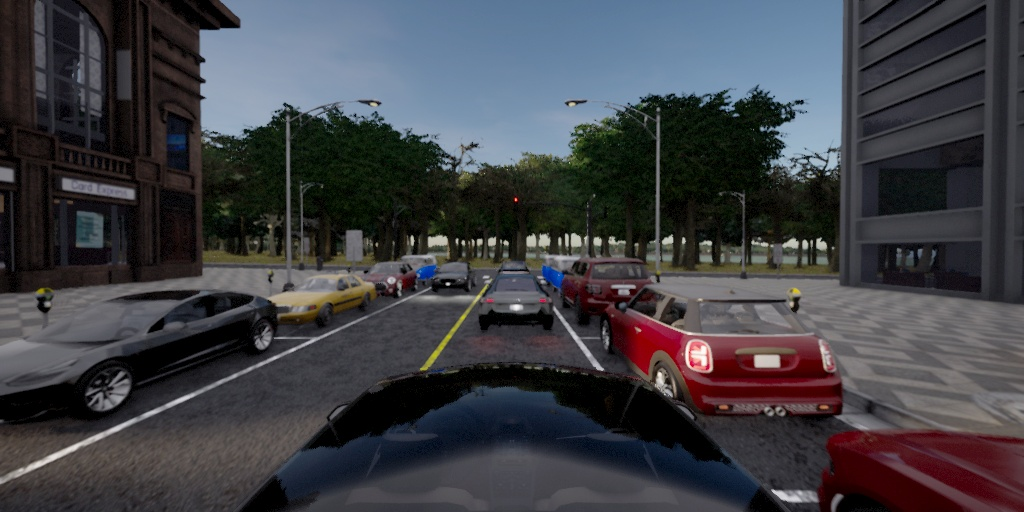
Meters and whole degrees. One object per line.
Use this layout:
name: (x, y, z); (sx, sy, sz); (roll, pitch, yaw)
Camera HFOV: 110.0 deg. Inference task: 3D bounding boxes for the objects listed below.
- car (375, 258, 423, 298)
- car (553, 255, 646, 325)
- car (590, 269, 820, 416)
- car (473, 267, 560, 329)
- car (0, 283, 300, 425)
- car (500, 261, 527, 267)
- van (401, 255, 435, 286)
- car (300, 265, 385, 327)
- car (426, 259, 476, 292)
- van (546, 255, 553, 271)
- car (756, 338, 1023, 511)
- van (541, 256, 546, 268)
car: (-5.761, 1.010, 16.705); (1.967, 1.591, 4.097); (0, 0, 0)
car: (2.764, 0.950, 11.267); (2.192, 1.841, 5.009); (0, 0, 0)
car: (2.763, 1.140, 5.830); (1.967, 1.591, 4.097); (0, 0, 0)
car: (0.104, 1.204, 10.777); (1.994, 1.385, 4.181); (0, 1, 0)
car: (-5.763, 1.266, 5.831); (1.948, 1.339, 4.313); (0, 0, 0)
car: (0.104, 1.020, 20.182); (2.128, 1.511, 4.902); (0, 1, 0)
van: (-5.760, 0.846, 22.143); (1.690, 1.789, 3.998); (0, 0, 0)
car: (-5.762, 1.161, 11.099); (1.751, 1.417, 4.829); (0, 0, 0)
car: (-3.000, 1.057, 19.264); (1.837, 1.490, 4.892); (0, 0, 0)
van: (2.765, 0.911, 16.704); (1.690, 1.789, 3.998); (0, 0, 0)
car: (2.762, 1.311, 0.393); (1.888, 1.381, 4.507); (0, 0, 0)
van: (2.766, 0.846, 22.141); (1.690, 1.789, 3.998); (0, 0, 0)
